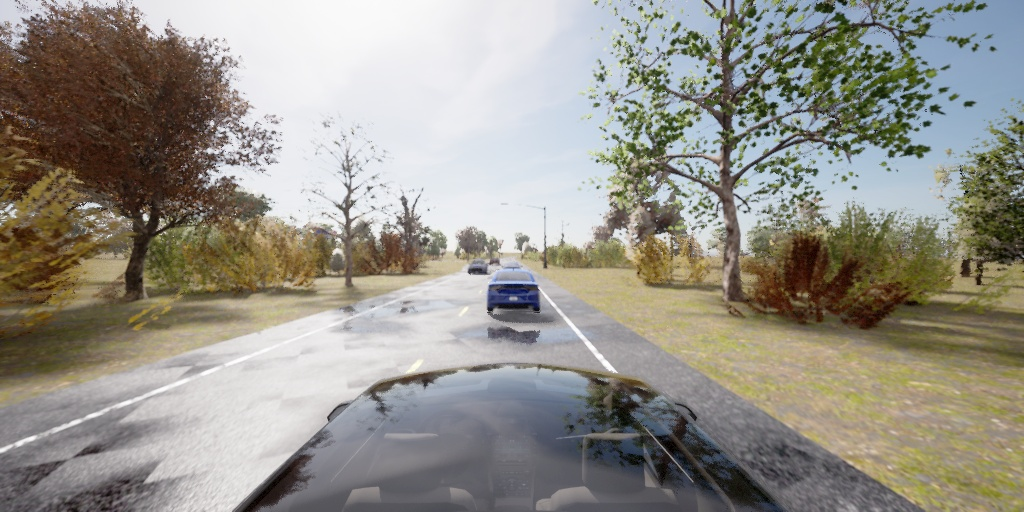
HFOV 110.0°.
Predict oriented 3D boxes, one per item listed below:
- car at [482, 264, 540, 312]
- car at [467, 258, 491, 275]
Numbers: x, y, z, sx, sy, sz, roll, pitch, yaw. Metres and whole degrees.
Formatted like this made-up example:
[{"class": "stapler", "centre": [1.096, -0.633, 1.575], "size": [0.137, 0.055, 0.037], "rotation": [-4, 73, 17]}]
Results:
[{"class": "car", "centre": [0.052, 1.256, 14.332], "size": [1.882, 1.535, 5.008], "rotation": [0, 0, 0]}, {"class": "car", "centre": [-3.785, 1.180, 40.304], "size": [2.097, 1.767, 4.553], "rotation": [0, 0, -1]}]
